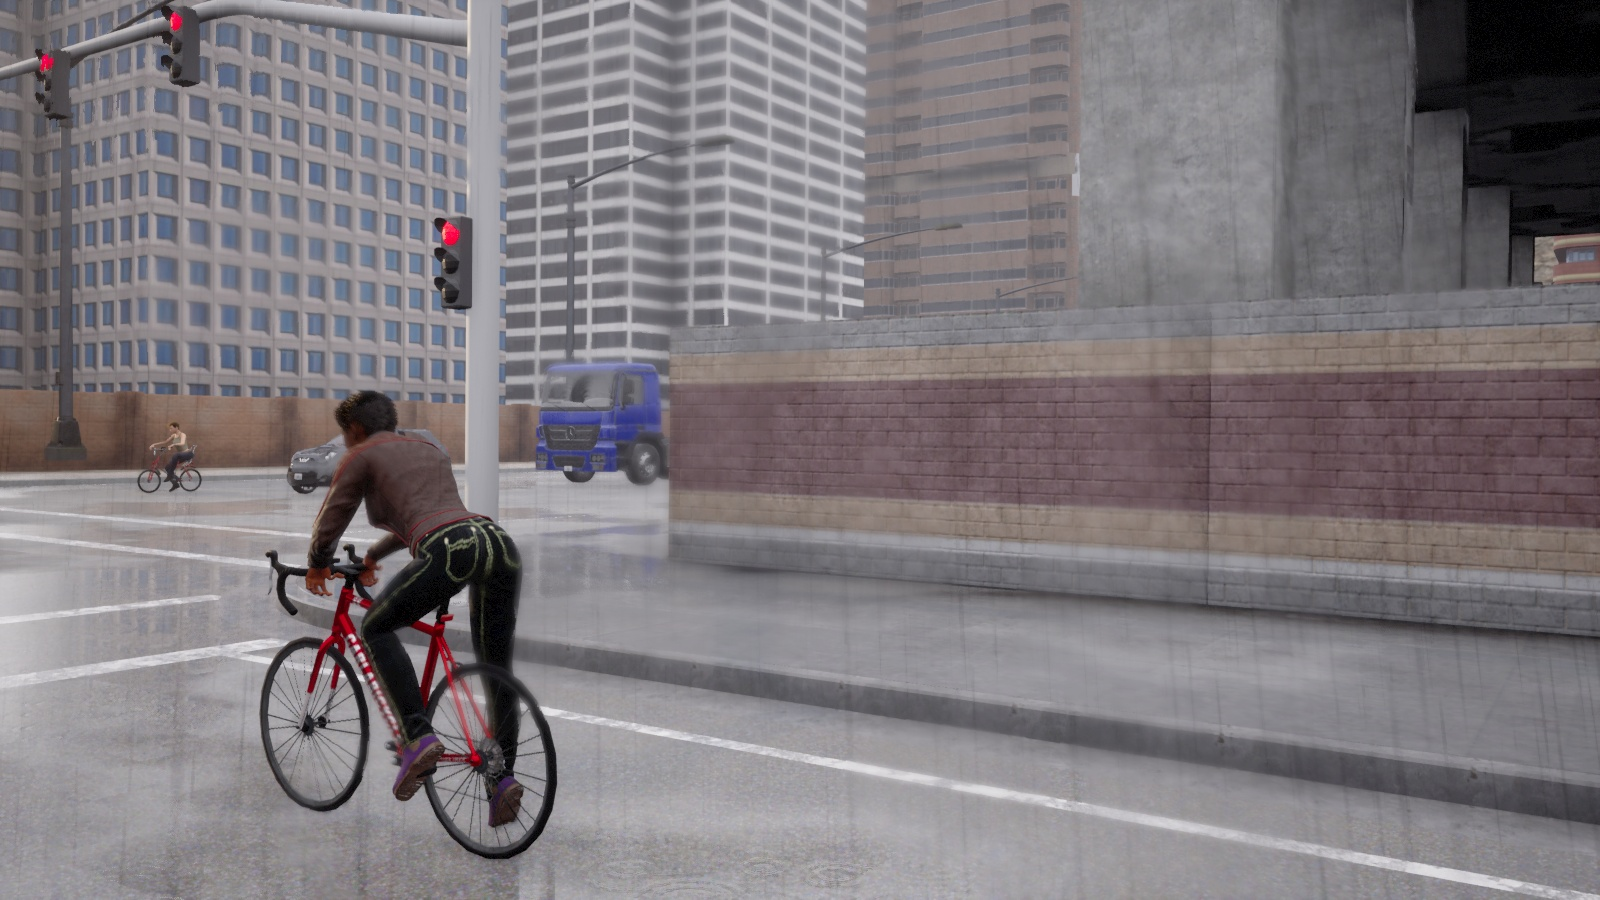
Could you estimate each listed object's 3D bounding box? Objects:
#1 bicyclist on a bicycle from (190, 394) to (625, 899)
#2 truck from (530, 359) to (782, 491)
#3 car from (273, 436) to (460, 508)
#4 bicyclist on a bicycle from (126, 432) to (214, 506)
[{"bbox_3d":[-1.472,0.635,4.599,1.656,1.620,0.582,0,1,34],"label":"bicyclist on a bicycle"},{"bbox_3d":[-4.016,-0.721,37.134,2.891,3.462,7.936,0,1,34],"label":"truck"},{"bbox_3d":[-9.798,0.444,28.592,1.845,1.501,3.633,0,1,34],"label":"car"},{"bbox_3d":[-14.201,0.410,28.329,0.866,1.612,1.509,0,1,34],"label":"bicyclist on a bicycle"}]
